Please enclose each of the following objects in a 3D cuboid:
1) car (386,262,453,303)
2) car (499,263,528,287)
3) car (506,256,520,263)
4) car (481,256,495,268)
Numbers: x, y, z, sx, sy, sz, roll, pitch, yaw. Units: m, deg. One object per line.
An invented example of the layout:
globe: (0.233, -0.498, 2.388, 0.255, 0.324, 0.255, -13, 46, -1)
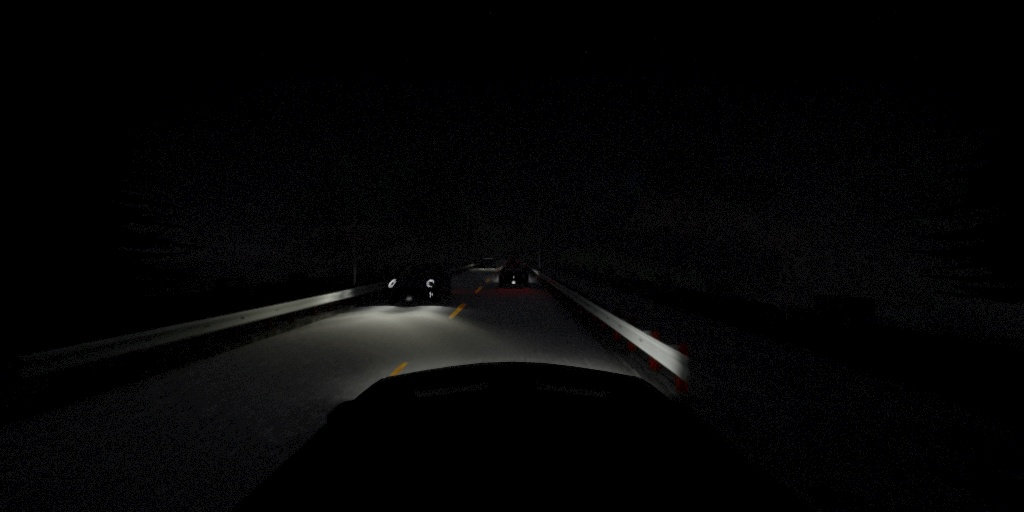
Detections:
car: (-4.089, 1.110, 16.490, 2.097, 1.767, 4.553, 0, 0, 0)
car: (0.108, 1.365, 24.874, 1.895, 1.301, 4.718, 0, 0, 0)
car: (0.126, 1.006, 59.497, 2.150, 2.045, 5.566, 0, 0, 0)
car: (-3.991, 1.017, 60.531, 2.150, 2.045, 5.566, 0, 0, 0)
